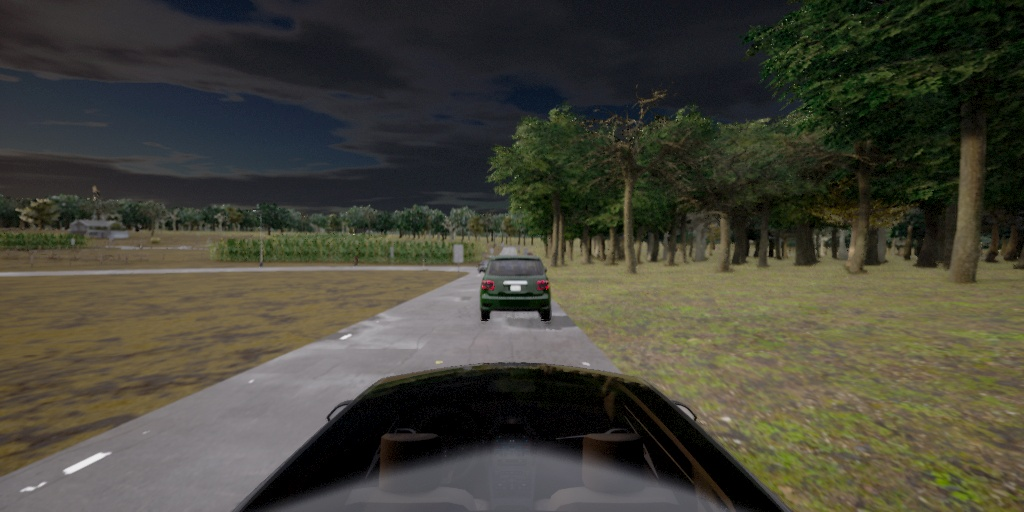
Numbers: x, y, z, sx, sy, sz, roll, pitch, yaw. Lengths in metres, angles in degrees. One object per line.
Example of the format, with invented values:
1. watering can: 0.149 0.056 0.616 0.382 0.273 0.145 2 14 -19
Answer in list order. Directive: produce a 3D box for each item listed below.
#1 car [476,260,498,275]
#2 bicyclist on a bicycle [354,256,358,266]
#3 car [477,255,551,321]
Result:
1. car: -2.744 1.219 40.294 2.128 1.511 4.902 0 0 0
2. bicyclist on a bicycle: -23.440 0.747 53.900 0.582 1.620 1.656 0 1 -11
3. car: 0.102 0.987 12.685 2.150 2.045 5.566 0 0 0
